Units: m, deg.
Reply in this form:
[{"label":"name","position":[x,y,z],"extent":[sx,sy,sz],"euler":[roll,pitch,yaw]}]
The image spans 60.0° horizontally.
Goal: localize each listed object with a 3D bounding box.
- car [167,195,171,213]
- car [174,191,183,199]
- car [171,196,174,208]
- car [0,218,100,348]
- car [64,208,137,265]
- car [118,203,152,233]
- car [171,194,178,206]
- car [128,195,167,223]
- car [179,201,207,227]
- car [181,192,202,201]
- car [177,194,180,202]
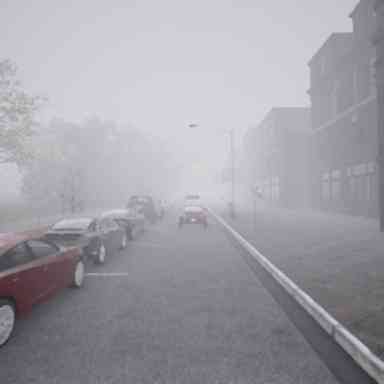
[{"label":"car","position":[-3.707,1.435,34.072],"extent":[2.185,1.767,4.553],"euler":[0,0,2]},{"label":"car","position":[-3.740,1.215,70.317],"extent":[2.185,1.767,4.553],"euler":[2,2,2]},{"label":"car","position":[-3.725,1.621,39.676],"extent":[2.163,1.488,4.792],"euler":[-1,0,2]},{"label":"car","position":[-3.662,1.534,6.367],"extent":[2.097,1.535,5.008],"euler":[0,0,2]},{"label":"car","position":[-3.670,1.551,11.923],"extent":[2.231,1.521,4.892],"euler":[0,-1,2]},{"label":"car","position":[-3.679,1.546,17.464],"extent":[2.097,1.535,5.008],"euler":[0,0,2]},{"label":"car","position":[-3.725,1.560,50.923],"extent":[1.946,1.575,5.366],"euler":[0,1,2]},{"label":"car","position":[-3.692,1.293,26.418],"extent":[2.435,2.045,5.566],"euler":[0,0,2]},{"label":"car","position":[0.059,1.584,22.971],"extent":[1.812,1.442,4.674],"euler":[0,0,0]},{"label":"car","position":[0.037,1.297,40.666],"extent":[2.150,2.045,5.566],"euler":[0,-1,0]},{"label":"car","position":[-3.742,1.590,57.060],"extent":[2.002,1.452,4.674],"euler":[0,0,2]}]
